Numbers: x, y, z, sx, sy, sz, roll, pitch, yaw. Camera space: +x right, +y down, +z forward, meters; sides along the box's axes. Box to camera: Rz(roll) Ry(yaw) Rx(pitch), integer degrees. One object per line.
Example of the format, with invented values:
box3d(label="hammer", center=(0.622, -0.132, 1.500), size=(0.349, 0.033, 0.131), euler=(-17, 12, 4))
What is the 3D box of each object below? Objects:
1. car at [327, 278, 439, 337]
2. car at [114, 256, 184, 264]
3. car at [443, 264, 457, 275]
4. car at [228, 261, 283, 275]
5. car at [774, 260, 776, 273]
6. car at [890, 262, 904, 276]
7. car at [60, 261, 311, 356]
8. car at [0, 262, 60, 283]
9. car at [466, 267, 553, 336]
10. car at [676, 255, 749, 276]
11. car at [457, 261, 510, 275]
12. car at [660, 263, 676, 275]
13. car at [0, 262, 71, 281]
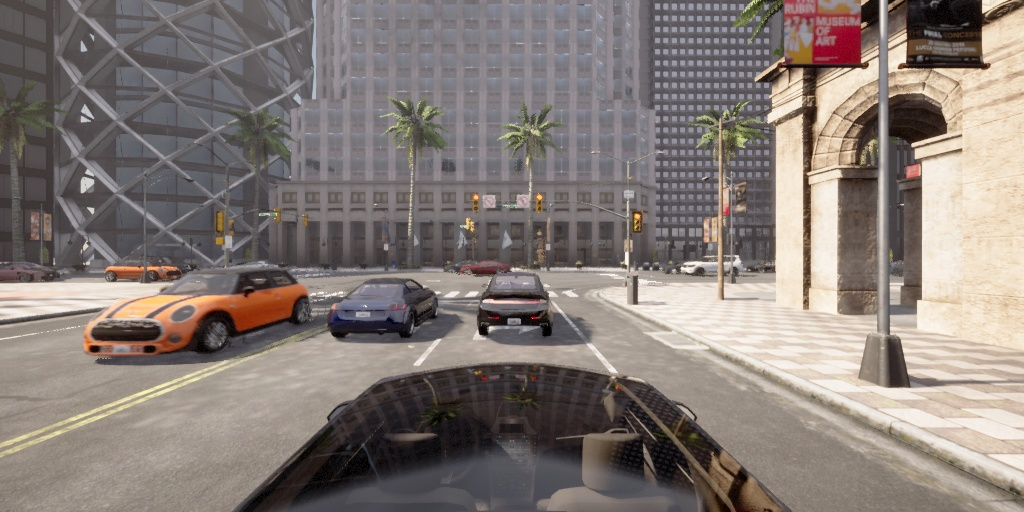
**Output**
box3d(label="car", center=(-3.419, 1.314, 10.261), size=(1.994, 1.385, 4.181), euler=(0, 0, 0))
box3d(label="car", center=(-29.127, 1.102, 28.469), size=(4.553, 1.767, 2.097), euler=(0, 0, -3))
box3d(label="car", center=(-5.070, 1.255, 39.410), size=(4.892, 1.490, 1.837), euler=(0, 0, 0))
box3d(label="car", center=(-28.132, 1.276, 39.372), size=(4.674, 1.442, 1.812), euler=(0, 0, -3))
box3d(label="car", center=(31.859, 1.312, 39.291), size=(4.181, 1.385, 1.994), euler=(0, 0, 0))
box3d(label="car", center=(38.210, 1.314, 35.767), size=(4.181, 1.385, 1.994), euler=(0, 0, 0))
box3d(label="car", center=(-7.053, 1.102, 8.740), size=(2.097, 1.767, 4.553), euler=(0, 0, 1))
box3d(label="car", center=(-37.651, 1.314, 27.186), size=(4.181, 1.385, 1.994), euler=(0, 0, -19))
box3d(label="car", center=(0.118, 1.242, 10.392), size=(2.128, 1.511, 4.902), euler=(0, 0, 2))
box3d(label="car", center=(19.970, 0.967, 35.835), size=(5.566, 2.045, 2.150), euler=(-1, 0, 0))
box3d(label="car", center=(-2.608, 1.227, 35.903), size=(5.008, 1.535, 1.882), euler=(0, 0, 0))
box3d(label="car", center=(18.855, 1.254, 39.337), size=(4.892, 1.490, 1.837), euler=(0, 0, 0))
box3d(label="car", center=(-40.837, 1.242, 29.757), size=(4.902, 1.511, 2.128), euler=(0, 0, -22))
